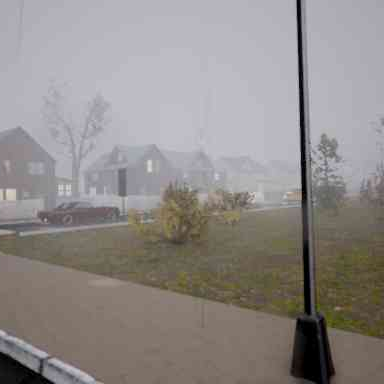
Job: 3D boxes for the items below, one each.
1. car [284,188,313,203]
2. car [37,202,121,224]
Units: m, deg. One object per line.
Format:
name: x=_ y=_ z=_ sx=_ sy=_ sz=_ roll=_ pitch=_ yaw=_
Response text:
car: x=13.903 y=0.595 z=42.315 sx=1.882 sy=1.535 sz=5.008 roll=-2 pitch=-1 yaw=44
car: x=-6.789 y=1.253 z=20.506 sx=1.895 sy=1.301 sz=4.718 roll=-2 pitch=-1 yaw=43
